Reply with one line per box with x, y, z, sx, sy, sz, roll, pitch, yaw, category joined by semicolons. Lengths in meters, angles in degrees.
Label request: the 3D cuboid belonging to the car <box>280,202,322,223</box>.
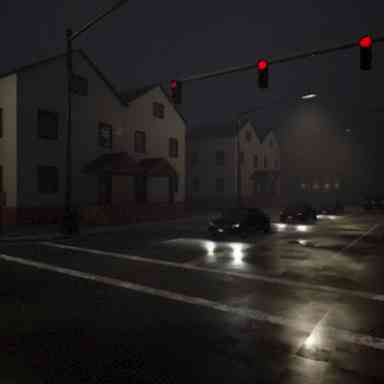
8.375;1.552;25.935;1.812;1.442;4.674;0;0;35;car

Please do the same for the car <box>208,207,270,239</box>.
2.683;1.552;17.728;1.812;1.442;4.674;0;0;35;car

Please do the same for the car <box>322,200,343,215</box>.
14.381;1.573;34.589;2.033;1.411;5.357;0;0;35;car

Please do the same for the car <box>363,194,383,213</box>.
20.626;1.244;37.126;2.150;2.045;5.566;0;0;35;car
